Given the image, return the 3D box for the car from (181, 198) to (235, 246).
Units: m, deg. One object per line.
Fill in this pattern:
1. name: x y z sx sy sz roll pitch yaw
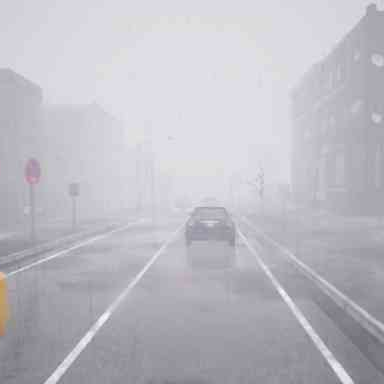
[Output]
1. car: 0.845 1.347 15.574 2.097 1.767 4.553 0 0 3

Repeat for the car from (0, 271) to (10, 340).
1. car: -3.482 1.457 2.504 1.882 1.535 5.008 0 0 2

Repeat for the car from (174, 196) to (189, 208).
1. car: -1.220 1.312 45.486 2.097 1.767 4.553 0 0 3
